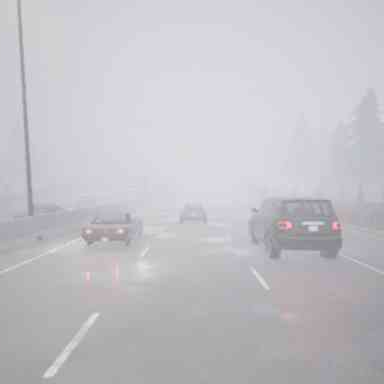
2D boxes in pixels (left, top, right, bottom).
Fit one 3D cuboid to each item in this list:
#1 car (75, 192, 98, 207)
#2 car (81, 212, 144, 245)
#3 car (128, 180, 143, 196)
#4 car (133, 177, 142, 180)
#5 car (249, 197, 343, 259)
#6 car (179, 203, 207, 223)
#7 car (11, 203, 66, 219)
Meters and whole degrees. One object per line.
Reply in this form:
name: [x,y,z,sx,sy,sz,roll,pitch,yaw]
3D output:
car: [-14.073,1.177,44.698,1.837,1.490,4.892,0,3,0]
car: [-3.403,1.557,15.201,1.895,1.301,4.718,0,0,0]
car: [-10.519,-0.454,62.588,2.150,2.045,5.566,0,6,0]
car: [-13.927,-3.181,84.822,1.812,1.442,4.674,0,7,0]
car: [3.597,1.184,12.542,2.150,2.045,5.566,0,0,0]
car: [0.094,1.488,24.573,1.994,1.385,4.181,0,0,0]
car: [-10.595,1.477,23.434,2.033,1.411,5.357,0,0,0]
